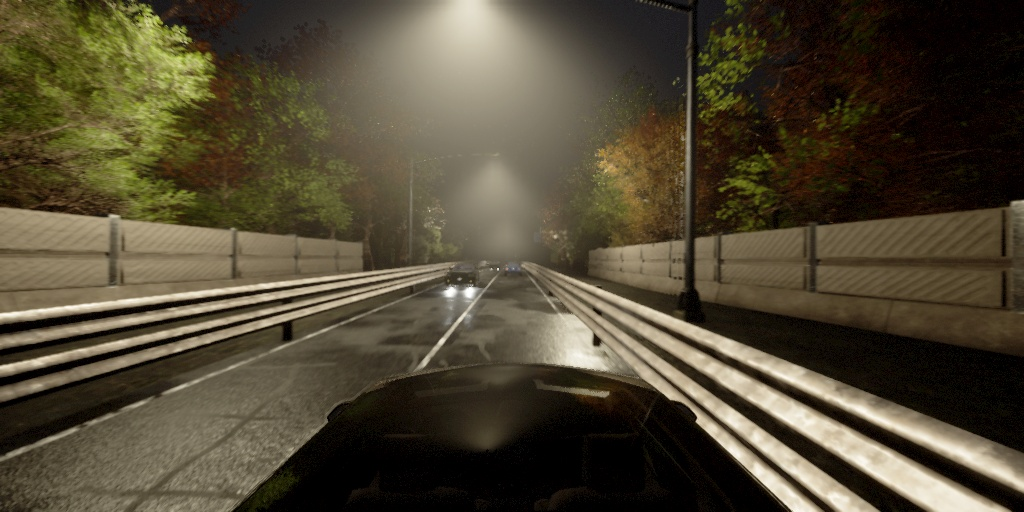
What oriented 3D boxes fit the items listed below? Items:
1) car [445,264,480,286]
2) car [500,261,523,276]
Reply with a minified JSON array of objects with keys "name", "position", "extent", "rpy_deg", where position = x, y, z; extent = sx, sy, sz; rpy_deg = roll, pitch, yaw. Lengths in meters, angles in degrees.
[{"name":"car","position":[-3.272,1.249,24.398],"extent":[1.994,1.385,4.181],"rpy_deg":[1,0,0]},{"name":"car","position":[0.108,1.313,37.436],"extent":[2.033,1.411,5.357],"rpy_deg":[1,0,0]}]
